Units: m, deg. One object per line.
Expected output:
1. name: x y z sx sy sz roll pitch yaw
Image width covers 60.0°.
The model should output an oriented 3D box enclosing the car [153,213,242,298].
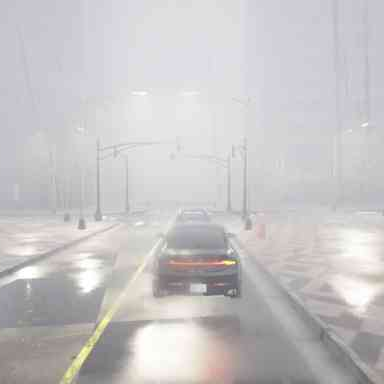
1. car: 0.104 1.502 8.471 1.837 1.490 4.892 0 0 0

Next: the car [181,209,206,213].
1. car: 0.068 1.557 17.375 1.994 1.385 4.181 0 0 1
